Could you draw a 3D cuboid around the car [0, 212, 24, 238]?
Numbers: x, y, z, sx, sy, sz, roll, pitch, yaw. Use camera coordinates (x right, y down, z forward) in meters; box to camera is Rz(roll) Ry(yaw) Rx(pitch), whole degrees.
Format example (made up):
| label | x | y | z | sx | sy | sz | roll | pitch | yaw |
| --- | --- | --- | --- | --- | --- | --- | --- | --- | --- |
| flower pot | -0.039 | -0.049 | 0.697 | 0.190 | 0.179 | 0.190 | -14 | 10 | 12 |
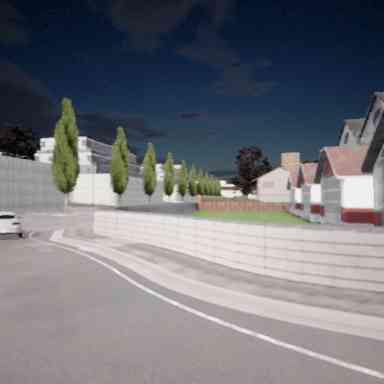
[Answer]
| label | x | y | z | sx | sy | sz | roll | pitch | yaw |
| --- | --- | --- | --- | --- | --- | --- | --- | --- | --- |
| car | -11.093 | 1.897 | 19.729 | 1.812 | 1.442 | 4.674 | 0 | -1 | -28 |
